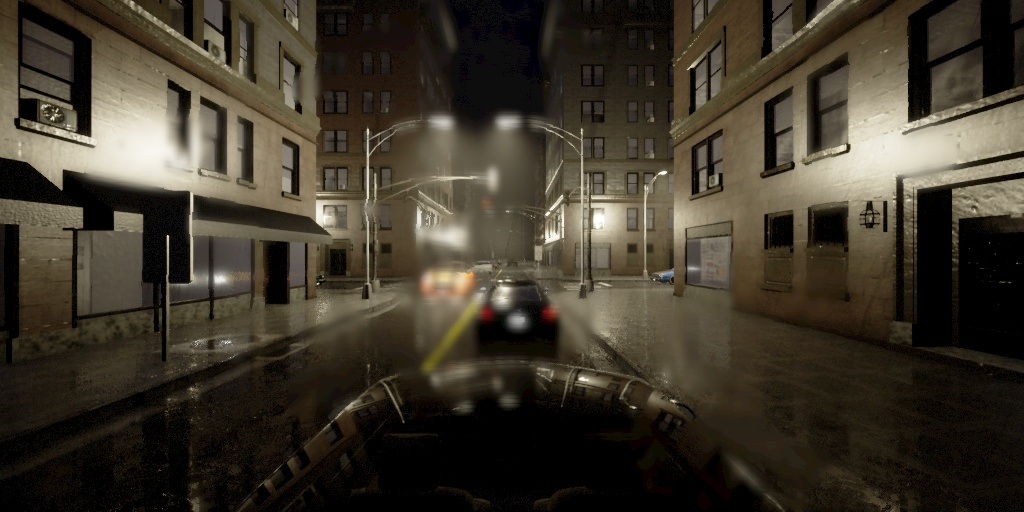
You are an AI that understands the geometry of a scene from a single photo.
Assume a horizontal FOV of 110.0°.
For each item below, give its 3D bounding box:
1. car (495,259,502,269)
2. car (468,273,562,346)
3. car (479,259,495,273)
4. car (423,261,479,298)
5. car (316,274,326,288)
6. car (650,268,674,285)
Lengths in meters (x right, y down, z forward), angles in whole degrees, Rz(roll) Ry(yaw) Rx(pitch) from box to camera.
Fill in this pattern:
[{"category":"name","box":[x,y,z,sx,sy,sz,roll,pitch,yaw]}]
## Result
[{"category":"car","box":[-3.097,1.289,55.047,2.033,1.411,5.357,0,0,0]},{"category":"car","box":[0.114,1.314,9.458,1.994,1.385,4.181,0,0,-1]},{"category":"car","box":[-3.105,1.274,38.777,1.812,1.442,4.674,0,0,0]},{"category":"car","box":[-3.101,1.102,18.428,2.097,1.767,4.553,0,0,0]},{"category":"car","box":[-14.028,1.387,21.829,4.718,1.301,1.895,0,0,0]},{"category":"car","box":[12.613,1.261,25.119,5.357,1.411,2.033,0,0,0]}]
